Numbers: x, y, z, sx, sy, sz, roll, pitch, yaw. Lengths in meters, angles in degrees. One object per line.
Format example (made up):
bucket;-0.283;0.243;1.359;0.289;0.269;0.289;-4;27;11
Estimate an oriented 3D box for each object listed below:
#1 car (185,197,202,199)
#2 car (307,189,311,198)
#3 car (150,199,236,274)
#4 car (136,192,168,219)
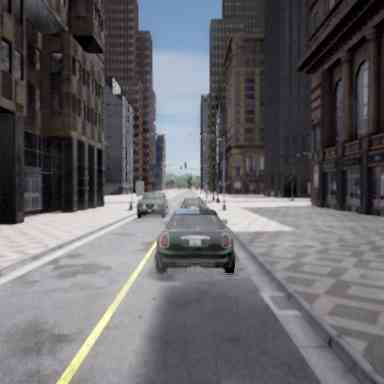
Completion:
car;0.087;1.148;25.669;2.097;1.767;4.553;0;0;0
car;21.253;0.392;53.278;5.566;2.045;2.150;-1;1;0
car;0.089;1.272;10.482;2.097;1.767;4.553;0;0;0
car;-3.102;1.004;27.239;2.150;2.045;5.566;0;1;0
